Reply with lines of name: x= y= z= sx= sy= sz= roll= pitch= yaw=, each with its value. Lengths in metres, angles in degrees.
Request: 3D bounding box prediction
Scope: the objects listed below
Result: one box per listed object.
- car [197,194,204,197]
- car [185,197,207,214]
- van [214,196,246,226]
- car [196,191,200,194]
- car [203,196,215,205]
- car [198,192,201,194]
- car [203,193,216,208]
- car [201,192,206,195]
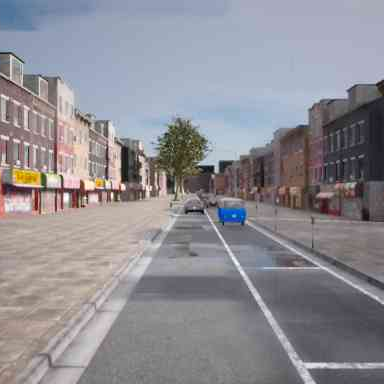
car: x=0.259 y=1.420 z=44.867 sx=1.882 sy=1.535 sz=5.008 roll=0 pitch=0 yaw=1
car: x=0.238 y=1.538 z=34.955 sx=1.994 sy=1.385 sz=4.181 roll=0 pitch=0 yaw=0
van: x=2.736 y=1.339 z=23.437 sx=1.690 sy=1.788 sz=3.998 roll=0 pitch=0 yaw=0
car: x=2.997 y=1.031 z=89.933 sx=2.192 sy=1.841 sz=5.009 roll=1 pitch=0 yaw=0
car: x=2.864 y=1.459 z=56.687 sx=1.947 sy=1.339 sz=4.313 roll=1 pitch=0 yaw=0
car: x=2.951 y=1.332 z=78.852 sx=2.008 sy=1.369 sz=4.403 roll=1 pitch=0 yaw=0
car: x=2.822 y=1.379 z=45.604 sx=1.967 sy=1.590 sz=4.097 roll=1 pitch=0 yaw=0
car: x=2.845 y=1.232 z=51.144 sx=2.192 sy=1.841 sz=5.009 roll=1 pitch=0 yaw=0
